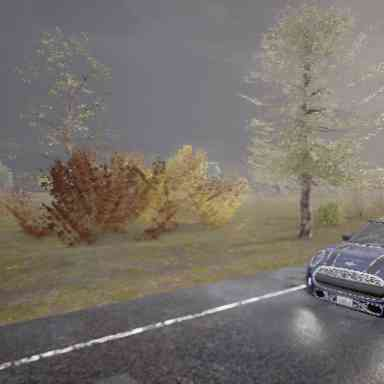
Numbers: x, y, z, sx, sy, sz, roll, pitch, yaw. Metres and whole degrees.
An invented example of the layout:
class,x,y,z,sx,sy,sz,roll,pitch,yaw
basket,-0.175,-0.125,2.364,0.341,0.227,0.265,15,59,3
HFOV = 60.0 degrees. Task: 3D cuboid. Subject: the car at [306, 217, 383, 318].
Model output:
class,x,y,z,sx,sy,sz,roll,pitch,yaw
car,4.547,1.353,7.231,4.553,1.767,2.097,0,0,-35
